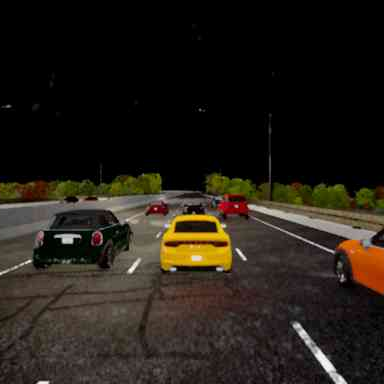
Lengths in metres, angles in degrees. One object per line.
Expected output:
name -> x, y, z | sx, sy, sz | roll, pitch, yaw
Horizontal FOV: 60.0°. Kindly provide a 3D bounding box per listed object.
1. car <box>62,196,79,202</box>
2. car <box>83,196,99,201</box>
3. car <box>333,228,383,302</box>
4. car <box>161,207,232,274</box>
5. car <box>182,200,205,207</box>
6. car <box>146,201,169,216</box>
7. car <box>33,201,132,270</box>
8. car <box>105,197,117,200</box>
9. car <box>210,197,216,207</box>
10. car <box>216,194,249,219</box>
car -> -20.965, 1.489, 57.614 | 1.812, 1.442, 4.674 | 0, 0, 1
car -> -17.470, 1.490, 57.775 | 1.812, 1.442, 4.674 | 0, 0, 1
car -> 4.556, 1.351, 6.467 | 2.097, 1.767, 4.553 | 0, 0, 0
car -> 0.110, 1.473, 10.630 | 1.882, 1.535, 5.008 | 0, 0, 0
car -> 0.133, 1.479, 29.211 | 2.128, 1.511, 4.902 | 0, 0, 0
car -> -3.362, 1.548, 32.875 | 1.994, 1.385, 4.181 | 0, 0, 0
car -> -3.388, 1.346, 11.189 | 2.097, 1.767, 4.553 | 0, 0, 0
car -> -13.971, 1.567, 57.177 | 1.895, 1.301, 4.718 | 0, 0, 1
car -> 3.594, 1.472, 46.530 | 2.128, 1.511, 4.902 | 0, 0, 1
car -> 3.572, 1.213, 29.051 | 2.150, 2.045, 5.566 | 0, 0, 1
